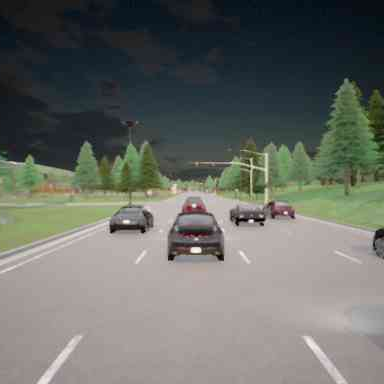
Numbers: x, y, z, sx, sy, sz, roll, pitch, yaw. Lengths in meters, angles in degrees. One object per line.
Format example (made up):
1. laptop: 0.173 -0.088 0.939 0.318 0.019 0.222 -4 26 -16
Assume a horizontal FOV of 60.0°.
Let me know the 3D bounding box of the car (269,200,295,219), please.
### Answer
1. car: 7.163 1.412 27.664 1.812 1.442 4.674 0 0 0

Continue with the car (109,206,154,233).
1. car: -3.358 1.480 19.037 1.994 1.385 4.181 0 0 0

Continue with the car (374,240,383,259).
1. car: 3.610 1.496 2.408 1.837 1.490 4.892 0 0 0

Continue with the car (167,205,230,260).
1. car: 0.127 1.453 12.211 1.837 1.490 4.892 0 0 0

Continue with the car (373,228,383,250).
1. car: 7.121 1.454 9.490 2.128 1.511 4.902 0 0 0

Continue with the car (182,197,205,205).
1. car: 0.170 1.221 30.740 2.097 1.767 4.553 0 0 0

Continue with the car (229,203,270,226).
1. car: 3.651 1.506 22.707 1.895 1.301 4.718 0 0 0
